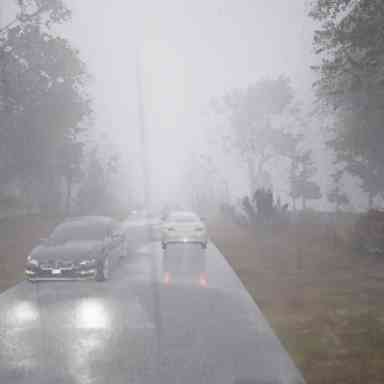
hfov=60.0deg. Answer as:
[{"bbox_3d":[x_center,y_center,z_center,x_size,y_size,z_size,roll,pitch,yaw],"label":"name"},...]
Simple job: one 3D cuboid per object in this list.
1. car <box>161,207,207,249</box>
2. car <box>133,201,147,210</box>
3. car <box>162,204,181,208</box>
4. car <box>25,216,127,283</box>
[{"bbox_3d":[-0.381,1.586,14.831,1.812,1.442,4.674,0,0,-3],"label":"car"},{"bbox_3d":[-8.237,2.133,52.432,1.837,1.490,4.892,1,-1,-11],"label":"car"},{"bbox_3d":[-1.893,1.809,31.351,1.994,1.385,4.181,0,-1,-7],"label":"car"},{"bbox_3d":[-3.105,1.527,9.812,1.837,1.490,4.892,0,0,-2],"label":"car"}]
